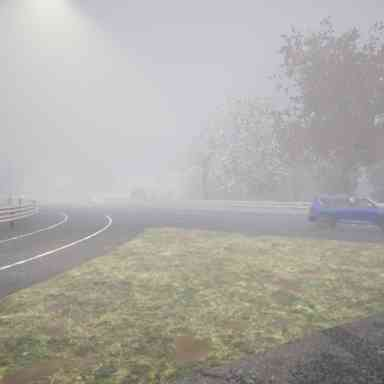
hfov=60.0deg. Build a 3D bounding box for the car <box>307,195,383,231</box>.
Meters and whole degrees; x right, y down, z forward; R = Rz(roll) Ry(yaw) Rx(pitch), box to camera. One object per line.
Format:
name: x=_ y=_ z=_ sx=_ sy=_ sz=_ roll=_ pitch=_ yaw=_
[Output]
car: x=9.805 y=1.220 z=19.811 sx=5.566 sy=2.045 sz=2.150 roll=0 pitch=0 yaw=34
